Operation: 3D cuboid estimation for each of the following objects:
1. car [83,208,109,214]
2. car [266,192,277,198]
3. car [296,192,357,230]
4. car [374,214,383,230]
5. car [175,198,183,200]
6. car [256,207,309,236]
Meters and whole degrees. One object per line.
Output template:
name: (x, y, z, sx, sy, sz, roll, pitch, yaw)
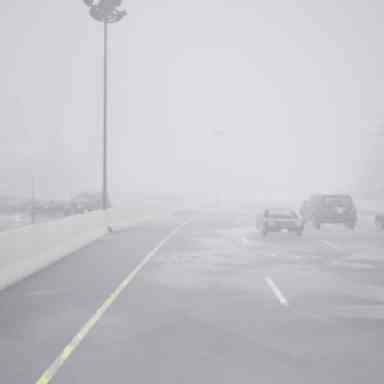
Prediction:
car: (-8.590, 0.954, 27.847, 2.150, 2.045, 5.566, 0, 1, 8)
car: (21.851, 0.788, 91.574, 2.097, 1.767, 4.553, 1, 0, 28)
car: (8.305, 1.116, 20.650, 2.150, 2.045, 5.566, 0, 1, 6)
car: (11.506, 1.537, 17.518, 1.895, 1.301, 4.718, 0, 0, 5)
car: (-2.144, 0.986, 68.743, 2.033, 1.411, 5.357, 0, 0, 18)
car: (4.485, 1.493, 17.625, 1.895, 1.301, 4.718, 0, 0, 5)
